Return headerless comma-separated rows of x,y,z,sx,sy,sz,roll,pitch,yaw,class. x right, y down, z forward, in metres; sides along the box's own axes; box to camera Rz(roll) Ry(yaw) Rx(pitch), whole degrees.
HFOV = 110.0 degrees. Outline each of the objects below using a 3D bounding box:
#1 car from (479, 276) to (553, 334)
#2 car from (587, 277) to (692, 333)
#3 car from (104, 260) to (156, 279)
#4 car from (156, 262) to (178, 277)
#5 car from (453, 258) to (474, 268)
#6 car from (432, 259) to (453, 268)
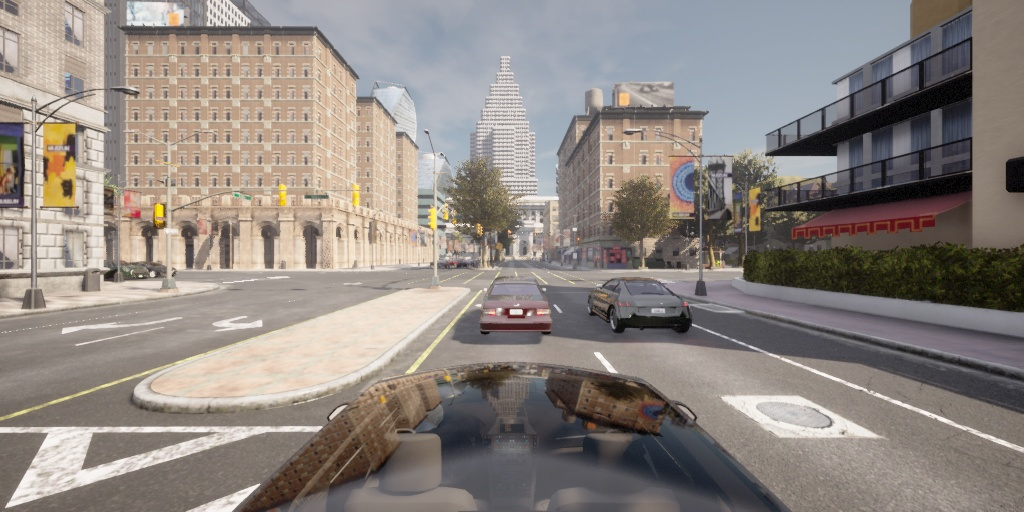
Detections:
0.091,1.297,10.541,2.033,1.411,5.357,0,0,0,car
3.588,1.314,10.801,1.994,1.385,4.181,0,0,0,car
-33.352,1.102,30.026,4.553,1.767,2.097,0,0,0,car
-34.195,1.255,33.522,4.892,1.490,1.837,0,0,0,car
-8.133,1.351,60.398,1.895,1.301,4.718,0,0,0,car
-11.634,1.276,60.276,1.812,1.442,4.674,0,0,0,car
